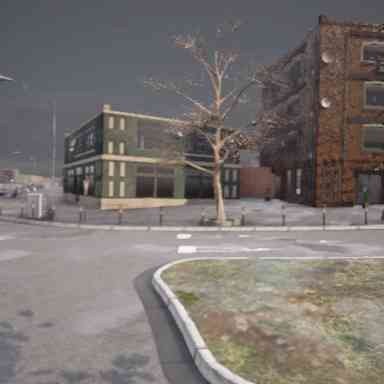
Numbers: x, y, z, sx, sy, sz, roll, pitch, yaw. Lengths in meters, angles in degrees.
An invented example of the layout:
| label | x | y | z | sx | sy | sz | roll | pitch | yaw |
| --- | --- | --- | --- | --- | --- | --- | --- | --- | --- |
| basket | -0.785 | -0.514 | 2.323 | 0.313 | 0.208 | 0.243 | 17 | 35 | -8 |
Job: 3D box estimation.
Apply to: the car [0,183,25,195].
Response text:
| label | x | y | z | sx | sy | sz | roll | pitch | yaw |
| --- | --- | --- | --- | --- | --- | --- | --- | --- | --- |
| car | -30.721 | -0.179 | 55.133 | 4.553 | 1.767 | 2.185 | 1 | 1 | -21 |

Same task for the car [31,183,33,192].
| label | x | y | z | sx | sy | sz | roll | pitch | yaw |
| --- | --- | --- | --- | --- | --- | --- | --- | --- | --- |
| car | -34.731 | -0.395 | 65.641 | 5.008 | 1.535 | 2.097 | 1 | 1 | -21 |

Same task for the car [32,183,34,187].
| label | x | y | z | sx | sy | sz | roll | pitch | yaw |
| --- | --- | --- | --- | --- | --- | --- | --- | --- | --- |
| car | -35.657 | -0.477 | 68.128 | 4.892 | 1.521 | 2.231 | 1 | 1 | -21 |

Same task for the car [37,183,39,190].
| label | x | y | z | sx | sy | sz | roll | pitch | yaw |
| --- | --- | --- | --- | --- | --- | --- | --- | --- | --- |
| car | -38.669 | -0.997 | 76.023 | 5.566 | 2.045 | 2.435 | 1 | 1 | -21 |

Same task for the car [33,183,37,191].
| label | x | y | z | sx | sy | sz | roll | pitch | yaw |
| --- | --- | --- | --- | --- | --- | --- | --- | --- | --- |
| car | -36.609 | -0.817 | 70.728 | 5.566 | 2.045 | 2.435 | 1 | 1 | -21 |

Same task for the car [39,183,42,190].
| label | x | y | z | sx | sy | sz | roll | pitch | yaw |
| --- | --- | --- | --- | --- | --- | --- | --- | --- | --- |
| car | -41.516 | -1.248 | 83.722 | 5.566 | 2.045 | 2.435 | 1 | 1 | -21 |

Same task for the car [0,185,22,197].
| label | x | y | z | sx | sy | sz | roll | pitch | yaw |
| --- | --- | --- | --- | --- | --- | --- | --- | --- | --- |
| car | -28.863 | 0.116 | 50.031 | 4.792 | 1.488 | 2.163 | 1 | 1 | -21 |

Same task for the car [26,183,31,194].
| label | x | y | z | sx | sy | sz | roll | pitch | yaw |
| --- | --- | --- | --- | --- | --- | --- | --- | --- | --- |
| car | -33.668 | -0.427 | 62.936 | 4.553 | 1.767 | 2.185 | 1 | 1 | -21 |

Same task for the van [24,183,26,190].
| label | x | y | z | sx | sy | sz | roll | pitch | yaw |
| --- | --- | --- | --- | --- | --- | --- | --- | --- | --- |
| van | -31.883 | -0.363 | 57.798 | 4.442 | 1.987 | 1.878 | 1 | 1 | -21 |
